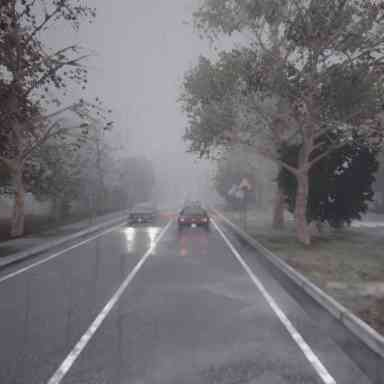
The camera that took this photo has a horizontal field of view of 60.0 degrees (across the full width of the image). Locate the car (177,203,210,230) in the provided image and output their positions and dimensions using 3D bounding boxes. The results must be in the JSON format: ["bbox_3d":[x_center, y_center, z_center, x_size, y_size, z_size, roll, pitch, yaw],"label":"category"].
[{"bbox_3d":[0.095,1.635,21.233,1.895,1.301,4.718,0,0,0],"label":"car"}]

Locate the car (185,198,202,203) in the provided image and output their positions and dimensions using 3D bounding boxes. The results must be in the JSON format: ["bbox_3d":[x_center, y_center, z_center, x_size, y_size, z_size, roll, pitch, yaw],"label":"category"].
[{"bbox_3d":[0.129,1.513,40.582,2.128,1.511,4.902,0,0,0],"label":"car"}]

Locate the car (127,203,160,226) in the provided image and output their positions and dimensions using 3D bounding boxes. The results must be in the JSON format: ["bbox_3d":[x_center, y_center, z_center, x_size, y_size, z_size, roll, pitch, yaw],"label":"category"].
[{"bbox_3d":[-3.350,1.563,23.787,1.837,1.490,4.892,0,0,0],"label":"car"}]
